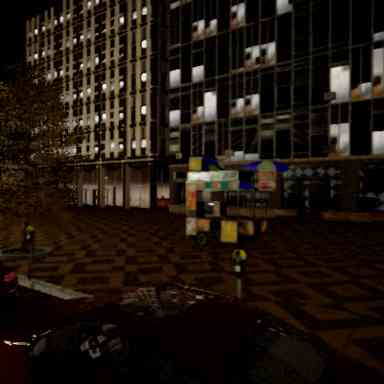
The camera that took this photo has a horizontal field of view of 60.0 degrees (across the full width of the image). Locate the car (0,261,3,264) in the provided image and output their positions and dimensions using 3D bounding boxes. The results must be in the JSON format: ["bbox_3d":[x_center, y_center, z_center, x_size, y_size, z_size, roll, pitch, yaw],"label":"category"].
[{"bbox_3d":[-4.932,1.568,6.374,4.206,1.307,1.802,0,0,35],"label":"car"}]

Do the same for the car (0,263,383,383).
[{"bbox_3d":[-0.428,1.578,3.172,4.206,1.307,1.802,0,0,35],"label":"car"}]
